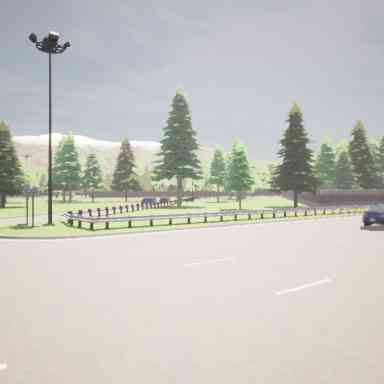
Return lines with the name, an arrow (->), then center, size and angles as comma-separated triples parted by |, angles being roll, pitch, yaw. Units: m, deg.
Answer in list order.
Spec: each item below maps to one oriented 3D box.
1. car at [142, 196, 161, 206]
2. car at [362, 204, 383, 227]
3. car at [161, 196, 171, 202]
car -> -6.982, 1.478, 55.684 | 1.882, 1.535, 5.008 | 0, -1, 6
car -> 12.749, 1.525, 21.400 | 4.674, 1.442, 1.812 | 0, 0, -35
car -> -5.634, 1.525, 69.477 | 1.812, 1.442, 4.674 | 0, 0, 5
